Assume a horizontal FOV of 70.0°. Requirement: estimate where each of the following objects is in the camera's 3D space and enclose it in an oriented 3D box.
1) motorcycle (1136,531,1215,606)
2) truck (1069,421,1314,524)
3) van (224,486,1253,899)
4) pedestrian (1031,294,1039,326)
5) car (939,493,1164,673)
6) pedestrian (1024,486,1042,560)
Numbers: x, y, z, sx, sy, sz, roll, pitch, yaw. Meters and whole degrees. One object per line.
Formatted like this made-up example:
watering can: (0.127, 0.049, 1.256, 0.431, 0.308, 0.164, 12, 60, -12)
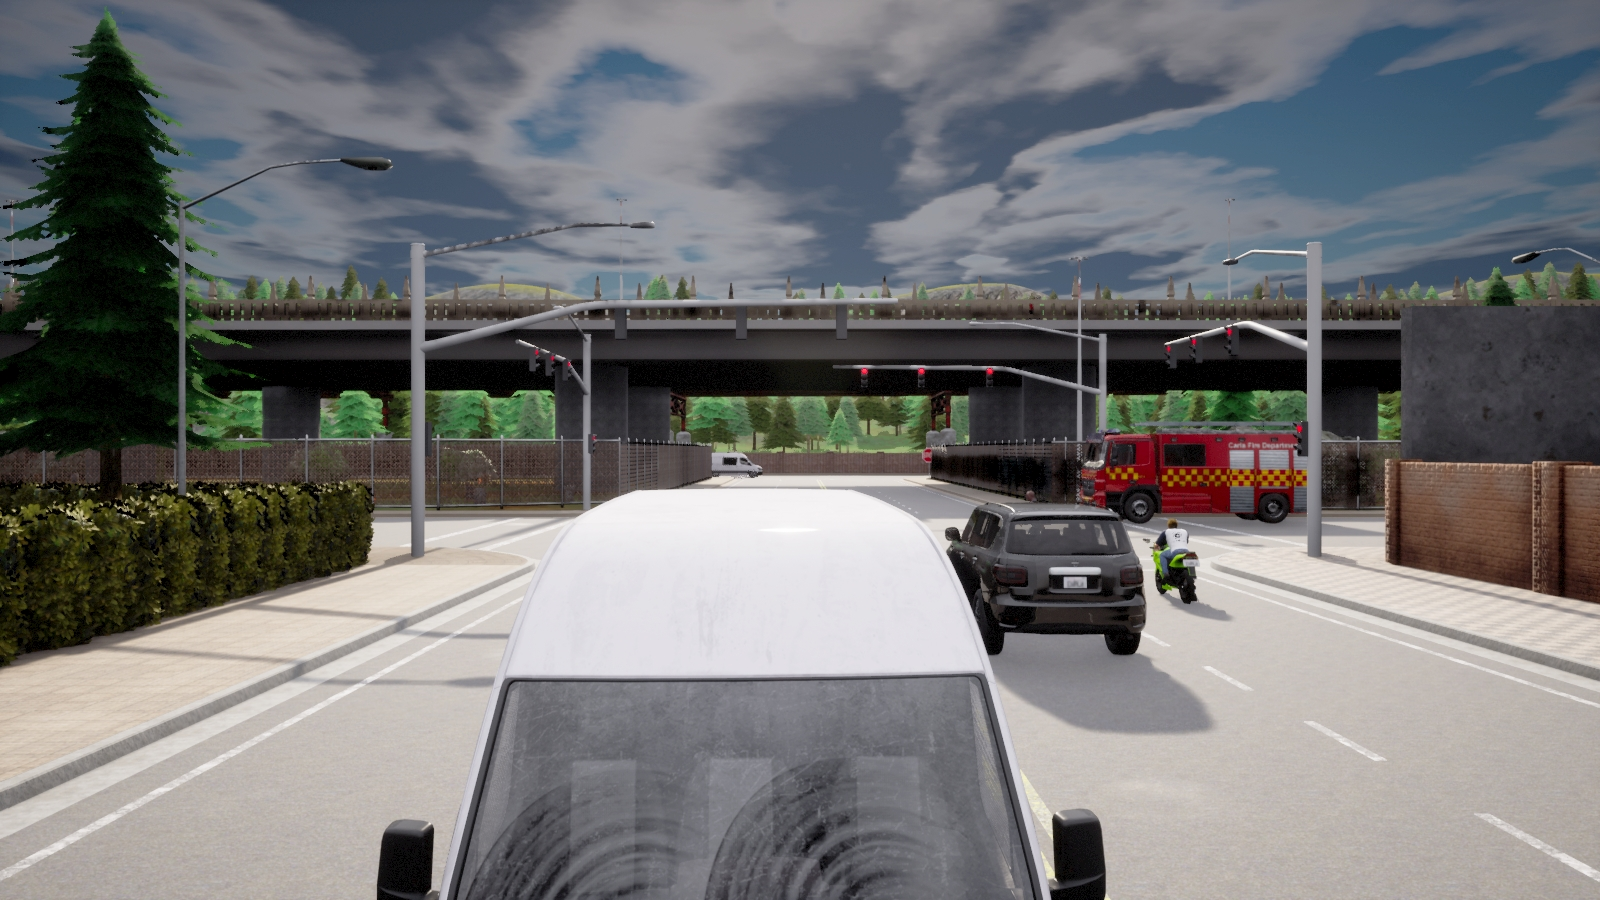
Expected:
motorcycle: (6.995, 2.187, 21.401, 0.803, 1.199, 2.033, 0, 0, 0)
truck: (15.008, 0.840, 44.240, 8.468, 3.827, 2.891, 0, 0, 0)
van: (-0.245, 1.535, 5.164, 1.988, 2.561, 5.915, 0, 0, -3)
pedestrian: (13.936, -8.300, 67.734, 0.375, 1.860, 0.375, 0, 0, 0)
car: (3.496, 1.780, 17.139, 2.150, 2.045, 5.566, 0, 0, 0)
pedestrian: (5.909, 1.841, 28.973, 0.375, 1.860, 0.375, 0, 0, 0)
